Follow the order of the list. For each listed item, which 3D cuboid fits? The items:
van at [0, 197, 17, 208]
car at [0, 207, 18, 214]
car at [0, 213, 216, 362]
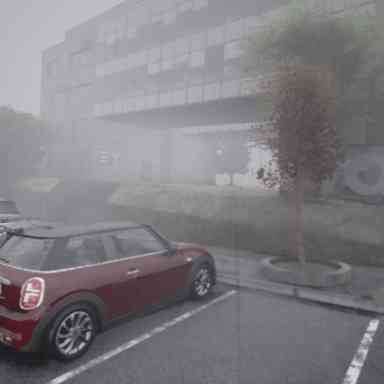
[{"bbox_3d":[-8.292,1.158,11.054,1.878,1.987,4.442,1,0,36],"label":"van"},{"bbox_3d":[-5.948,1.406,9.533,2.231,1.521,4.892,1,0,36],"label":"car"},{"bbox_3d":[-1.423,1.320,6.257,2.185,1.767,4.553,1,0,36],"label":"car"}]
